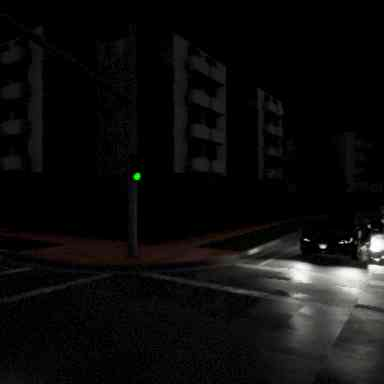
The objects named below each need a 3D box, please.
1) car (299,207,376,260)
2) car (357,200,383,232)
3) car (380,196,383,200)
[{"bbox_3d":[5.603,1.518,12.720,1.837,1.490,4.892,0,0,35],"label":"car"},{"bbox_3d":[10.896,1.505,20.441,2.128,1.511,4.902,0,0,35],"label":"car"},{"bbox_3d":[17.246,1.232,28.310,5.566,2.045,2.150,0,0,-45],"label":"car"}]
